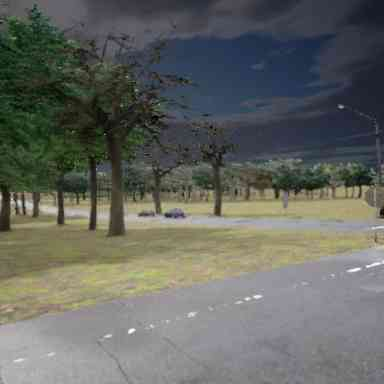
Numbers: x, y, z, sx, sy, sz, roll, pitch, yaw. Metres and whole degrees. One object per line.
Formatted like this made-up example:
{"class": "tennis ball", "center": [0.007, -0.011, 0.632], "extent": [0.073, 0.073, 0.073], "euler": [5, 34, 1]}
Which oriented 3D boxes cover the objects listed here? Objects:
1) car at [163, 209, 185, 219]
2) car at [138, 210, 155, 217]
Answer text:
{"class": "car", "center": [-3.218, 3.674, 57.937], "extent": [2.097, 1.767, 4.553], "euler": [-2, -1, -34]}
{"class": "car", "center": [-9.062, 4.281, 66.439], "extent": [1.812, 1.442, 4.674], "euler": [-2, -1, -34]}
